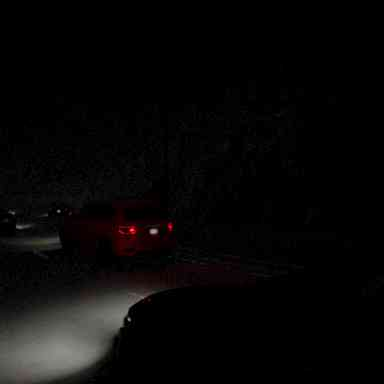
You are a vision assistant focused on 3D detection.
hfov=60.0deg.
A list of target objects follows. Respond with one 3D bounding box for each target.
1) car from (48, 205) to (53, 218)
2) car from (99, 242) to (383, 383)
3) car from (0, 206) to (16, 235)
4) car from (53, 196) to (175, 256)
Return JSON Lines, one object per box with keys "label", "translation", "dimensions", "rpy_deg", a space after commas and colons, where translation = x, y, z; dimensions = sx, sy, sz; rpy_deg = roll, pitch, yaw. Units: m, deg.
{"label": "car", "translation": [-12.962, 1.758, 32.494], "dimensions": [1.994, 1.385, 4.181], "rpy_deg": [0, 0, -20]}
{"label": "car", "translation": [1.232, 1.552, 3.402], "dimensions": [4.674, 1.442, 1.812], "rpy_deg": [0, 0, 37]}
{"label": "car", "translation": [-11.331, 1.673, 19.223], "dimensions": [1.994, 1.385, 4.181], "rpy_deg": [0, 0, -26]}
{"label": "car", "translation": [-2.918, 1.298, 12.126], "dimensions": [2.150, 2.045, 5.566], "rpy_deg": [0, 0, -41]}
